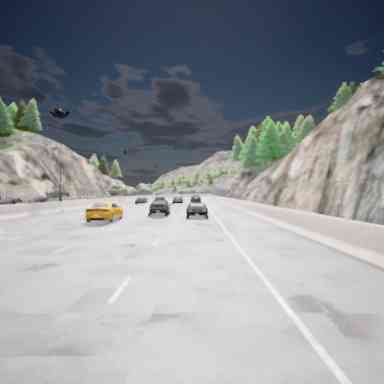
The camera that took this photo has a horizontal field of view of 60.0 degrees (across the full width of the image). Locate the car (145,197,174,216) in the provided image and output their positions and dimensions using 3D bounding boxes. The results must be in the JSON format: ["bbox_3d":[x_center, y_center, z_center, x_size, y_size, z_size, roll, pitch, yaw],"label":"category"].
[{"bbox_3d":[-3.067,1.510,32.480,1.837,1.490,4.892,0,0,1],"label":"car"}]

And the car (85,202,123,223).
[{"bbox_3d":[-6.635,1.498,25.581,1.882,1.535,5.008,0,0,1],"label":"car"}]

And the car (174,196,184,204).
[{"bbox_3d":[-2.742,1.561,65.568,1.994,1.385,4.181,0,0,1],"label":"car"}]

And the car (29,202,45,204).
[{"bbox_3d":[-27.407,1.576,59.765,2.128,1.511,4.902,0,0,1],"label":"car"}]

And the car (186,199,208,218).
[{"bbox_3d":[0.444,1.593,30.267,1.895,1.301,4.718,0,0,0],"label":"car"}]

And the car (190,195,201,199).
[{"bbox_3d":[0.756,1.335,65.472,2.097,1.767,4.553,0,0,1],"label":"car"}]

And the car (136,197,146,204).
[{"bbox_3d":[-9.750,1.588,64.910,1.994,1.385,4.181,0,0,1],"label":"car"}]
